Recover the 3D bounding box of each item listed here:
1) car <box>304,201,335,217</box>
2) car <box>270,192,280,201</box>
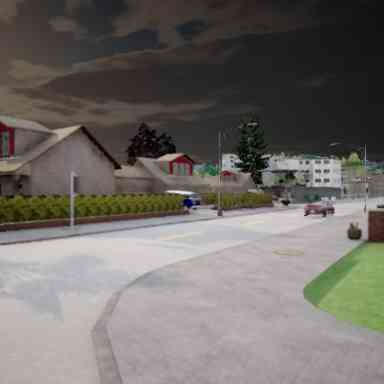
[{"bbox_3d":[11.830,1.515,30.813,1.812,1.442,4.674,0,0,36],"label":"car"},{"bbox_3d":[17.373,0.947,72.763,3.866,1.878,1.905,0,0,-19],"label":"car"}]
